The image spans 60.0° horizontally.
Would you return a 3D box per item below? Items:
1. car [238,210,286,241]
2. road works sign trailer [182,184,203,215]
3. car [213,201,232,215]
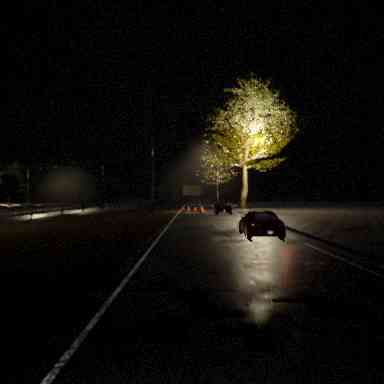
[{"bbox_3d":[3.609,1.687,17.606,1.812,1.442,4.674,0,-1,0],"label":"car"},{"bbox_3d":[0.014,0.828,38.402,2.380,3.560,2.880,0,-1,0],"label":"road works sign trailer"},{"bbox_3d":[3.616,1.883,39.569,1.837,1.490,4.892,0,-1,0],"label":"car"}]
